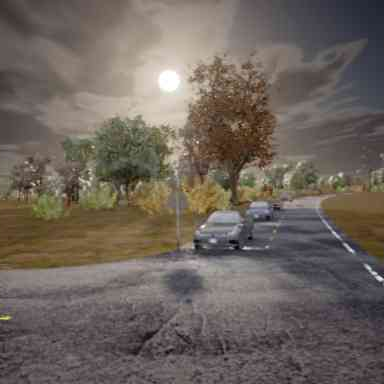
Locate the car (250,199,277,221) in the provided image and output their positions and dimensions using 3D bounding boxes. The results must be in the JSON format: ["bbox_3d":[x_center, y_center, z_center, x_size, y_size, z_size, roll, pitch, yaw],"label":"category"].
[{"bbox_3d":[5.355,1.443,26.111,1.812,1.442,4.674,-1,0,18],"label":"car"}]

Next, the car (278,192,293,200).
[{"bbox_3d":[14.496,0.750,51.579,2.097,1.767,4.553,-1,0,21],"label":"car"}]

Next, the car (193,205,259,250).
[{"bbox_3d":[1.531,1.515,14.412,1.812,1.442,4.674,-1,0,19],"label":"car"}]

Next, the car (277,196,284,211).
[{"bbox_3d":[9.123,1.447,37.194,1.895,1.301,4.718,-1,0,20],"label":"car"}]
